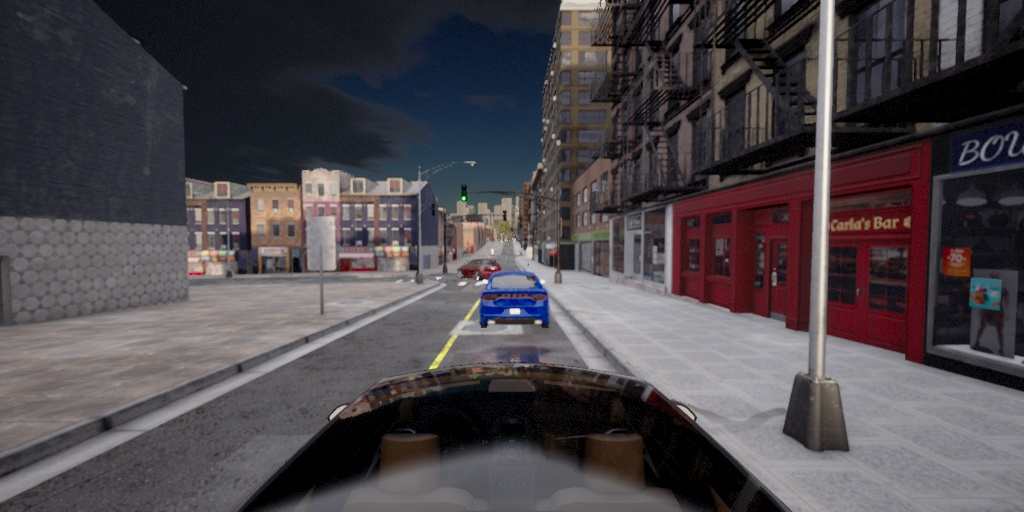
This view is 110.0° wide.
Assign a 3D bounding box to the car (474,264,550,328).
[{"bbox_3d":[0.059,1.186,11.256,1.882,1.535,5.008,0,0,0],"label":"car"}]

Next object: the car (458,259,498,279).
[{"bbox_3d":[-2.626,1.001,28.729,2.097,1.767,4.553,-1,0,-33],"label":"car"}]
